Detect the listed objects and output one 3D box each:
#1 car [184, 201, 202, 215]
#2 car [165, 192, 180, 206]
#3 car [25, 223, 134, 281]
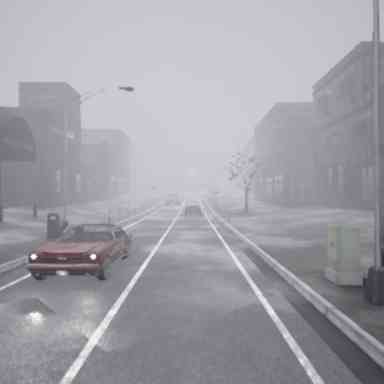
[{"bbox_3d":[0.099,1.770,37.316,1.812,1.442,4.674,0,0,0],"label":"car"},{"bbox_3d":[-3.056,1.149,53.230,2.150,2.045,5.566,0,2,0],"label":"car"},{"bbox_3d":[-3.101,1.664,10.164,1.895,1.301,4.718,0,-1,0],"label":"car"}]
